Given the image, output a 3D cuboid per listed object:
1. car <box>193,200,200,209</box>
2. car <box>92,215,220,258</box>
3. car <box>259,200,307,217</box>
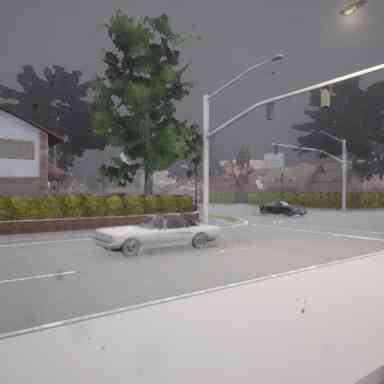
[{"bbox_3d":[-0.858,1.417,42.771,1.812,1.442,4.674,0,0,-36],"label":"car"},{"bbox_3d":[-1.293,1.569,12.798,4.718,1.301,1.895,0,0,-34],"label":"car"},{"bbox_3d":[8.163,1.450,30.310,1.812,1.442,4.674,0,0,-36],"label":"car"}]
